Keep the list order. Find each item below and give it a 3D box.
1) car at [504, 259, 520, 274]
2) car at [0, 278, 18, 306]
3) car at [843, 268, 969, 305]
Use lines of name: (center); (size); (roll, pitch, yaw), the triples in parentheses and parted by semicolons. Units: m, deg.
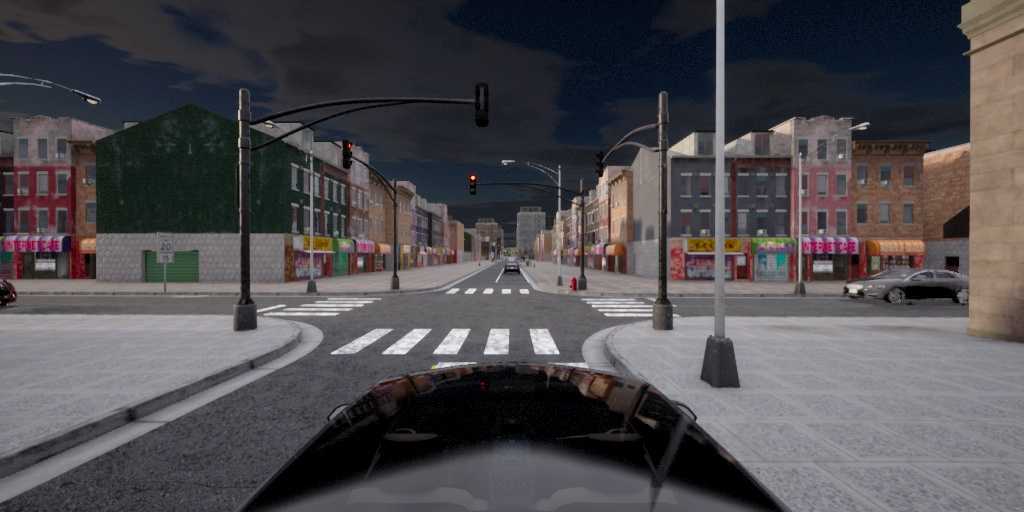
car: (0.012, 1.308, 40.659); (1.948, 1.339, 4.313); (0, 0, 0)
car: (-21.073, 1.042, 12.860); (4.553, 1.767, 2.097); (0, 0, 0)
car: (17.535, 1.291, 15.845); (4.902, 1.511, 2.128); (0, 0, 0)
